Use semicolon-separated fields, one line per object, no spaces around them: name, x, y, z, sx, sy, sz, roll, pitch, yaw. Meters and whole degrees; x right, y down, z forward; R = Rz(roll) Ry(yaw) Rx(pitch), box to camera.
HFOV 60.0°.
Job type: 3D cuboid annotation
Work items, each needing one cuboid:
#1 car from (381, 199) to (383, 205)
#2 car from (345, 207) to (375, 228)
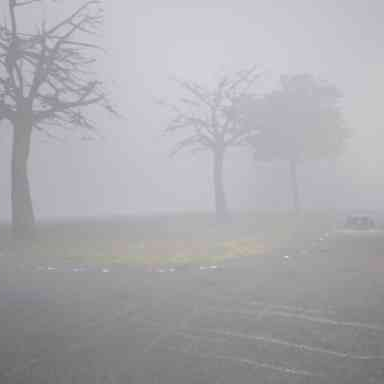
car;47.768;2.506;82.252;1.812;1.442;4.674;-4;-3;31
car;13.230;1.938;26.179;1.882;1.535;5.008;-4;-3;28
